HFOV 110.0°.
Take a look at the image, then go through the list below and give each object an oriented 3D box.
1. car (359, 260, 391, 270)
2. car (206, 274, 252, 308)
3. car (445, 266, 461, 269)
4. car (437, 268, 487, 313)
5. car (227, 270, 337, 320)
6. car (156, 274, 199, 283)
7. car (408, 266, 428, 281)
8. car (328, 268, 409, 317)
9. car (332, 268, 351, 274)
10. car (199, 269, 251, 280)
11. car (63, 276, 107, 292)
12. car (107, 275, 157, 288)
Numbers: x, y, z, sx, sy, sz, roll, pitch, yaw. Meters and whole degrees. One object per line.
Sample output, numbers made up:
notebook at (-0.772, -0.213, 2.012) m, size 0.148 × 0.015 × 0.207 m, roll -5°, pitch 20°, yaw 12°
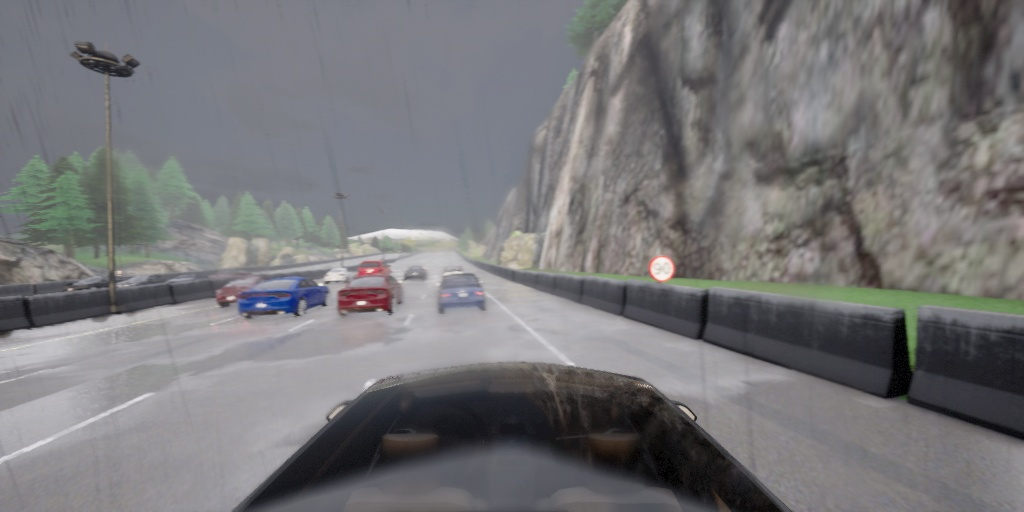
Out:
car at (-12.485, 1.436, 32.822) m, size 2.150 × 2.045 × 5.566 m, roll -2°, pitch 0°, yaw -10°
car at (-13.538, 1.823, 19.004) m, size 1.812 × 1.442 × 4.674 m, roll -2°, pitch 0°, yaw -10°
car at (-5.442, 1.568, 33.249) m, size 1.895 × 1.301 × 4.718 m, roll -2°, pitch 0°, yaw -10°
car at (-2.163, 1.436, 15.088) m, size 2.033 × 1.411 × 5.357 m, roll -2°, pitch 0°, yaw -10°
car at (-9.271, 1.621, 15.061) m, size 1.882 × 1.535 × 5.008 m, roll -2°, pitch 0°, yaw -10°
car at (-30.655, 2.402, 34.012) m, size 1.994 × 1.385 × 4.181 m, roll -2°, pitch 0°, yaw -10°
car at (-9.298, 1.656, 34.912) m, size 1.994 × 1.385 × 4.181 m, roll -2°, pitch 0°, yaw -10°
car at (-5.691, 1.493, 14.924) m, size 1.882 × 1.535 × 5.008 m, roll -2°, pitch 0°, yaw -10°
car at (-16.256, 1.864, 34.071) m, size 1.812 × 1.442 × 4.674 m, roll -2°, pitch 0°, yaw -10°
car at (-27.222, 2.067, 34.640) m, size 2.097 × 1.767 × 4.553 m, roll -2°, pitch 0°, yaw -10°
car at (-37.507, 2.562, 32.582) m, size 1.882 × 1.535 × 5.008 m, roll -2°, pitch 0°, yaw -10°
car at (-34.075, 2.487, 33.262) m, size 1.812 × 1.442 × 4.674 m, roll -2°, pitch 0°, yaw -10°
